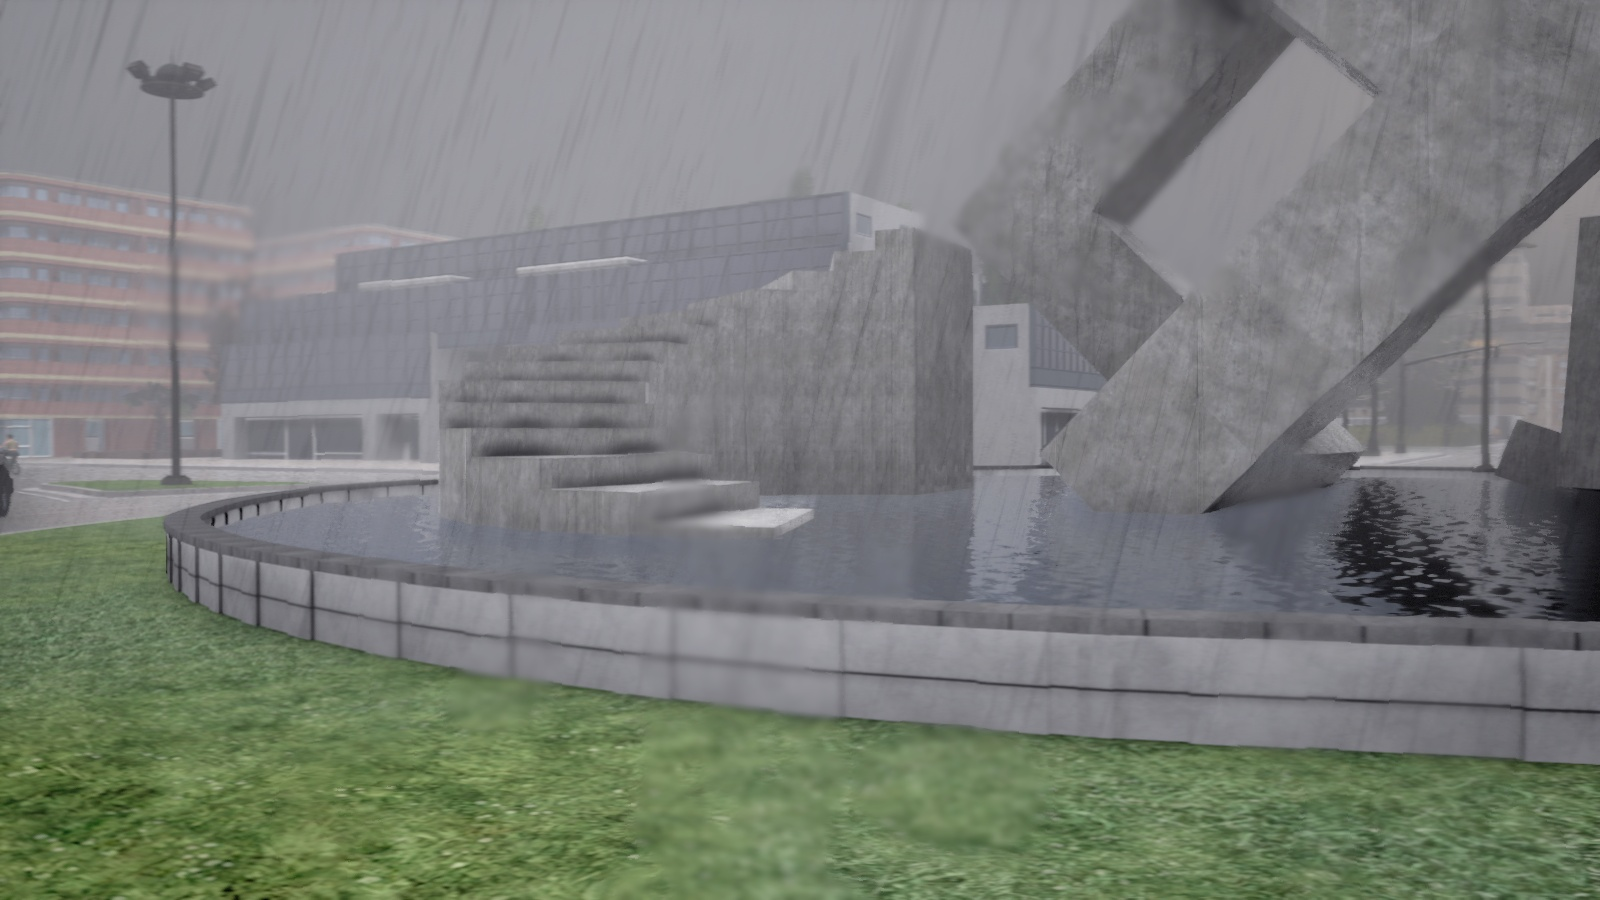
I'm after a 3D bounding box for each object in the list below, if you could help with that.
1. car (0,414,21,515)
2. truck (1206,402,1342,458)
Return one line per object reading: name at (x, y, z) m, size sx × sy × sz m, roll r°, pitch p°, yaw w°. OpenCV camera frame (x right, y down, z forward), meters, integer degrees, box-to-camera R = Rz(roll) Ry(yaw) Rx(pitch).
car at (-15.426, 0.268, 22.287) m, size 1.932 × 1.855 × 4.605 m, roll 0°, pitch 1°, yaw -21°
truck at (33.354, -1.431, 88.491) m, size 8.468 × 3.827 × 2.891 m, roll 1°, pitch 1°, yaw 33°
